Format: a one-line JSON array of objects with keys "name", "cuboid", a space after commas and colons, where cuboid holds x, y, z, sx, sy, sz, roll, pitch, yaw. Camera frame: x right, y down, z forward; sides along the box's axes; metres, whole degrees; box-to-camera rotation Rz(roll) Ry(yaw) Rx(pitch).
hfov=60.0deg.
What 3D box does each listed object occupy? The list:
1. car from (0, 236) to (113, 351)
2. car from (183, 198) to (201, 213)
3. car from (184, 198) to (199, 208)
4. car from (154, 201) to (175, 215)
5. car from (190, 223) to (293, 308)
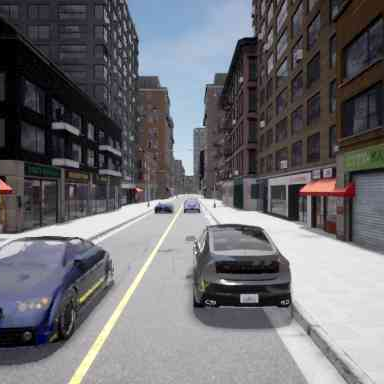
[{"name": "car", "cuboid": [-2.862, 1.561, 6.303, 1.994, 1.385, 4.181, 0, 0, 0]}, {"name": "car", "cuboid": [0.009, 1.518, 37.051, 2.033, 1.411, 5.357, 0, 0, 0]}, {"name": "car", "cuboid": [-0.085, 1.521, 47.478, 1.994, 1.385, 4.181, 0, 0, 0]}, {"name": "car", "cuboid": [-2.816, 1.575, 34.325, 1.895, 1.301, 4.718, 0, 0, 0]}, {"name": "car", "cuboid": [0.941, 1.503, 7.894, 1.837, 1.490, 4.892, 0, 0, 0]}]
